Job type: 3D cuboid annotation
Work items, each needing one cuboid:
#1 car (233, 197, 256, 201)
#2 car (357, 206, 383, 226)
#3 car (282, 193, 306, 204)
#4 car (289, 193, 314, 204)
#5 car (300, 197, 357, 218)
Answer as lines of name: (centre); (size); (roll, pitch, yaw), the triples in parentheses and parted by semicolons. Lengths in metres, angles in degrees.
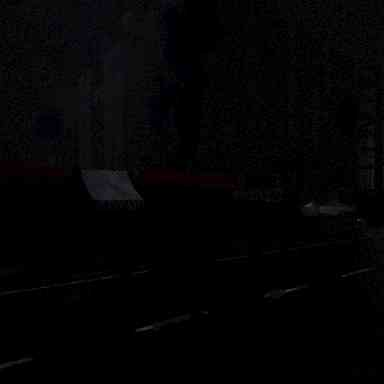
car: (5.508, 1.296, 33.388); (2.097, 1.767, 4.553); (0, 0, -36)
car: (12.725, 1.573, 20.501); (1.895, 1.301, 4.718); (0, 0, -10)
car: (17.141, 1.114, 57.714); (1.905, 1.878, 3.866); (0, 0, -36)
car: (19.534, 1.114, 59.424); (1.905, 1.878, 3.866); (0, 0, -36)
car: (12.470, 1.470, 29.739); (1.812, 1.442, 4.674); (0, 0, -36)
